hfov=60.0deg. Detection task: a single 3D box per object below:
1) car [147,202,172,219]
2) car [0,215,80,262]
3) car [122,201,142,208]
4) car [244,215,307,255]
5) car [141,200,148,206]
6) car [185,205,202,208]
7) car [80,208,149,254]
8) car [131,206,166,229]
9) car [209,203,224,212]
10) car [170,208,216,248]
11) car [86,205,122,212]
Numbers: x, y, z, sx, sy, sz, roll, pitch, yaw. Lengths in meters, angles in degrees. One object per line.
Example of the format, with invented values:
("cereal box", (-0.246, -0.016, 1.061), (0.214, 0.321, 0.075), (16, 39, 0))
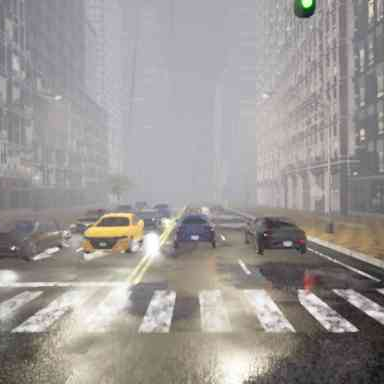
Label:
("car", (-3.173, 1.941, 34.775), (1.882, 1.535, 5.008), (-1, -1, 0))
("car", (-6.572, 1.789, 13.483), (2.033, 1.411, 5.357), (-1, -1, 0))
("car", (-6.451, 1.972, 32.574), (1.837, 1.490, 4.892), (-1, -1, 1))
("car", (3.377, 1.682, 14.018), (1.812, 1.442, 4.674), (-1, -1, 0))
("car", (-6.405, 1.935, 42.500), (2.097, 1.767, 4.553), (-1, -1, 0))
("car", (0.187, 2.059, 37.031), (1.895, 1.301, 4.718), (-1, -1, 0))
("car", (-3.315, 1.706, 14.870), (1.882, 1.535, 5.008), (-1, -1, 0))
("car", (-3.275, 1.941, 24.246), (1.895, 1.301, 4.718), (-1, -1, 0))
("car", (3.357, 2.137, 46.189), (1.895, 1.301, 4.718), (-1, -1, 0))
("car", (0.132, 1.736, 15.993), (1.812, 1.442, 4.674), (-1, -1, 0))
("car", (-6.531, 1.863, 23.221), (1.837, 1.490, 4.892), (-1, -1, 0))
